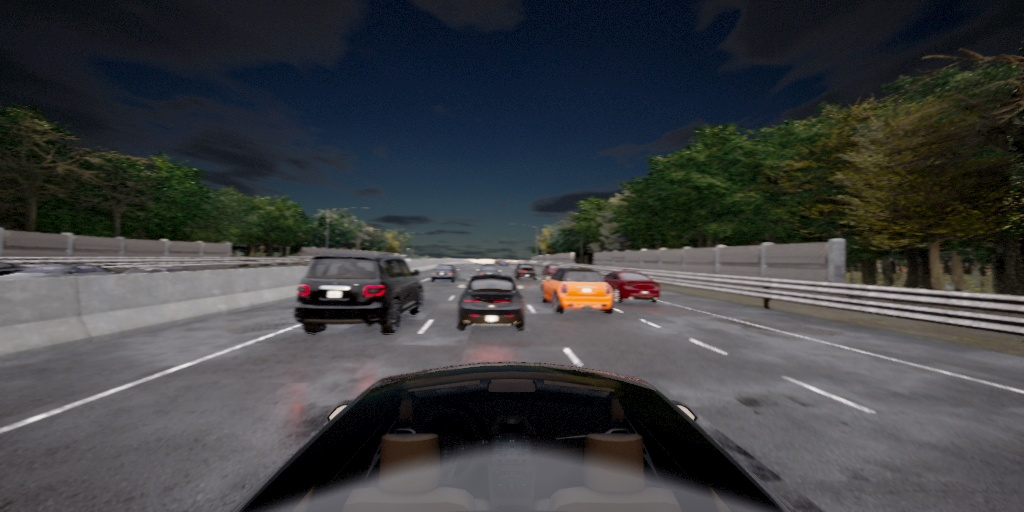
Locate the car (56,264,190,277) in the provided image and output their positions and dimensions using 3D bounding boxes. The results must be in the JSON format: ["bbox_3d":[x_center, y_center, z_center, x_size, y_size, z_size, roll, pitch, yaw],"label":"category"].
[{"bbox_3d":[-15.140,1.116,15.015,1.895,1.301,4.718,1,0,-4],"label":"car"}]

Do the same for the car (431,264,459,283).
[{"bbox_3d":[-5.378,1.372,29.130,2.033,1.411,5.357,1,0,-4],"label":"car"}]

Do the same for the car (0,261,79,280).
[{"bbox_3d":[-18.633,0.998,14.824,1.994,1.385,4.181,1,0,-4],"label":"car"}]

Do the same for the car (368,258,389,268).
[{"bbox_3d":[-21.497,1.059,57.996,1.812,1.442,4.674,1,0,-3],"label":"car"}]

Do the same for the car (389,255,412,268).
[{"bbox_3d":[-17.999,0.837,58.236,2.150,2.045,5.566,1,0,-3],"label":"car"}]

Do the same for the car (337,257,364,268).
[{"bbox_3d":[-24.827,0.947,55.334,2.128,1.511,4.902,1,0,-3],"label":"car"}]

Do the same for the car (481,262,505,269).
[{"bbox_3d":[-1.915,1.454,29.781,2.033,1.411,5.357,1,0,-4],"label":"car"}]

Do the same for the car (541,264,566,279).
[{"bbox_3d":[4.460,1.619,39.134,1.812,1.442,4.674,1,0,-4],"label":"car"}]

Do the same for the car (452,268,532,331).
[{"bbox_3d":[-0.660,1.322,11.338,1.837,1.490,4.892,1,0,-4],"label":"car"}]

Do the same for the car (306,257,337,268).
[{"bbox_3d":[-28.188,0.922,53.223,2.033,1.411,5.357,1,0,-3],"label":"car"}]

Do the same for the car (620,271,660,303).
[{"bbox_3d":[5.850,1.494,18.682,1.882,1.535,5.008,1,0,-4],"label":"car"}]

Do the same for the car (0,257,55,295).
[{"bbox_3d":[-22.092,0.829,14.145,1.882,1.535,5.008,1,0,-4],"label":"car"}]

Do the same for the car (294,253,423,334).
[{"bbox_3d":[-4.111,0.955,10.618,2.150,2.045,5.566,1,0,-4],"label":"car"}]

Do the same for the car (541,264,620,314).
[{"bbox_3d":[2.512,1.267,14.854,2.097,1.767,4.553,1,0,-4],"label":"car"}]

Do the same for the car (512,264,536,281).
[{"bbox_3d":[1.182,1.505,34.341,1.837,1.490,4.892,1,0,-4],"label":"car"}]
